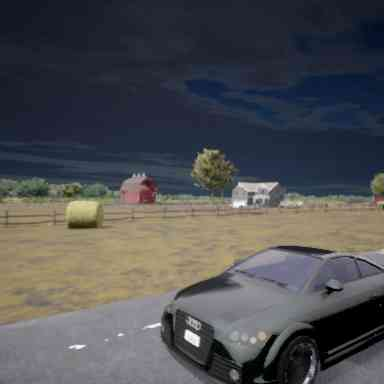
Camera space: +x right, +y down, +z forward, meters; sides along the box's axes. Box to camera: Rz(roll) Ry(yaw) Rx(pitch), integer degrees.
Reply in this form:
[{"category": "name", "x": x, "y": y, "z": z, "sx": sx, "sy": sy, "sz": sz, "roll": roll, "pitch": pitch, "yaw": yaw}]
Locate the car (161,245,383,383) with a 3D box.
[{"category": "car", "x": 1.625, "y": 1.575, "z": 5.149, "sx": 4.181, "sy": 1.385, "sz": 1.994, "roll": 0, "pitch": 0, "yaw": -35}]
